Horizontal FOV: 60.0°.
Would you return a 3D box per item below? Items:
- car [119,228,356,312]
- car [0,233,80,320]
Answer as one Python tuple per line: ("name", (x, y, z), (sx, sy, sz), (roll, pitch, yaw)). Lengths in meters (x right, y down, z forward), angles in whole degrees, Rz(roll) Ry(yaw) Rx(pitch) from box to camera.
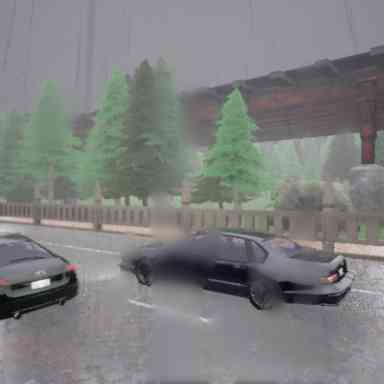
("car", (0.759, 1.555, 7.710), (5.357, 1.411, 2.033), (0, 0, 35))
("car", (-4.284, 1.581, 6.959), (4.181, 1.385, 1.994), (0, 0, 35))
